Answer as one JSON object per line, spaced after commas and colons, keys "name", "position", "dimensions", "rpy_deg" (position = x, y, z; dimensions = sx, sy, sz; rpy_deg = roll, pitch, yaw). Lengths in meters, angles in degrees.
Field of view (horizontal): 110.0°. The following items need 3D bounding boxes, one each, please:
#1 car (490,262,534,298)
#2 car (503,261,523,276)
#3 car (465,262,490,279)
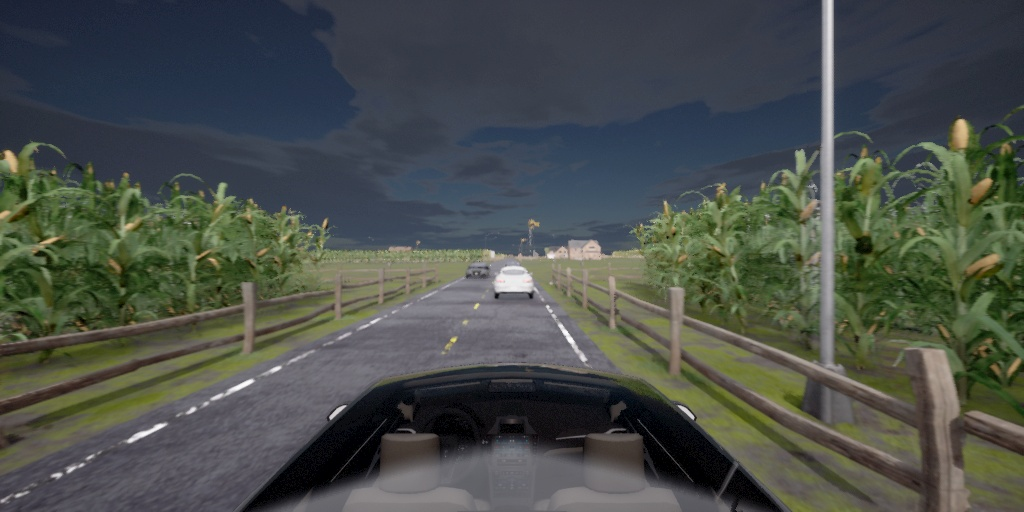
{"name": "car", "position": [0.085, 1.219, 17.780], "dimensions": [1.812, 1.442, 4.674], "rpy_deg": [0, 0, 0]}
{"name": "car", "position": [0.096, 1.240, 36.250], "dimensions": [1.895, 1.301, 4.718], "rpy_deg": [0, 0, -1]}
{"name": "car", "position": [-2.850, 1.218, 30.857], "dimensions": [1.994, 1.385, 4.181], "rpy_deg": [0, 0, 0]}
